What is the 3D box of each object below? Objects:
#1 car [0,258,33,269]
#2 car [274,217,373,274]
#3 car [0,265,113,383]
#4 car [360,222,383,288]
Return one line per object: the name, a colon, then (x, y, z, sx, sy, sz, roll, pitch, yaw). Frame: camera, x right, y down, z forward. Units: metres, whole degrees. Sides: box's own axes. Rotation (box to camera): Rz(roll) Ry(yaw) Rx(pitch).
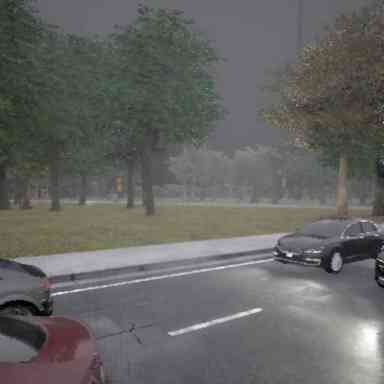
car: (-4.213, 1.557, 4.663, 4.181, 1.385, 1.994, 1, -1, -35)
car: (4.818, 1.618, 11.105, 4.892, 1.490, 1.837, 1, -1, -35)
car: (-2.746, 1.512, 1.725, 4.674, 1.442, 1.812, 1, -1, -35)
car: (6.508, 1.587, 8.312, 5.008, 1.535, 1.882, 1, -1, -35)
